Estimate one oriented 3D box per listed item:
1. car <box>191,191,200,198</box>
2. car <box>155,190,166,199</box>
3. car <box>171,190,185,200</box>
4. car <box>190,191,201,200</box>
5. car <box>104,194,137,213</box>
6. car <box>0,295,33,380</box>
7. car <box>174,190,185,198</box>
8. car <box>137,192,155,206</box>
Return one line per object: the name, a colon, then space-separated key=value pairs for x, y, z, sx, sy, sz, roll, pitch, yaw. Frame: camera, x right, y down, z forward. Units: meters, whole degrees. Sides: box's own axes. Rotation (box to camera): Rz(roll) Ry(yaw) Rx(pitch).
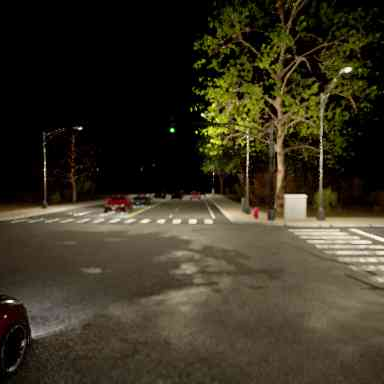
car: x=0.733 y=0.428 z=68.871 sx=1.994 sy=1.385 sz=4.181 roll=0 pitch=1 yaw=1
car: x=-5.910 y=0.407 z=60.780 sx=2.097 sy=1.767 sz=4.553 roll=0 pitch=1 yaw=1
car: x=-2.691 y=0.641 z=58.510 sx=2.033 sy=1.411 sz=5.357 roll=0 pitch=1 yaw=1
car: x=0.565 y=0.690 z=58.869 sx=1.895 sy=1.301 sz=4.718 roll=0 pitch=1 yaw=1
car: x=-6.510 y=1.061 z=30.042 sx=1.812 sy=1.442 sz=4.674 roll=0 pitch=1 yaw=1
car: x=-3.166 y=1.574 z=2.860 sx=1.994 sy=1.385 sz=4.181 roll=0 pitch=0 yaw=0
car: x=-2.516 y=0.366 z=68.924 sx=2.128 sy=1.511 sz=4.902 roll=0 pitch=1 yaw=1
car: x=-6.303 y=0.906 z=41.570 sx=2.033 sy=1.411 sz=5.357 roll=0 pitch=1 yaw=1
